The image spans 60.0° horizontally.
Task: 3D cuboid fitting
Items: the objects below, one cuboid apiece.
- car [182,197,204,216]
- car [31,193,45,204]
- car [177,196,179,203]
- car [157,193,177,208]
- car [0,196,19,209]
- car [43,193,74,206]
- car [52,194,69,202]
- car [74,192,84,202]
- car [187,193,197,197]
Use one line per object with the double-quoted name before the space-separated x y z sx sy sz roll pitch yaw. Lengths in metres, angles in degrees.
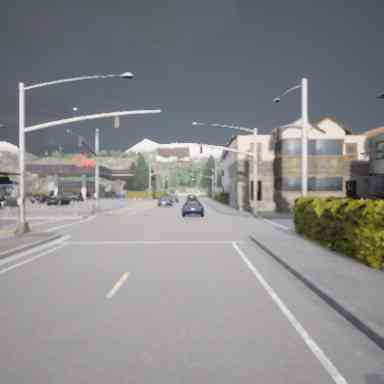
"car" 0.085 1.432 30.922 1.994 1.385 4.181 0 1 0
"car" -25.909 1.025 57.350 1.932 1.855 4.605 0 0 0
"car" -3.556 1.068 61.240 2.097 1.767 4.553 0 0 0
"car" -3.597 1.281 45.131 2.128 1.511 4.902 0 0 0
"car" -22.579 1.239 40.301 1.970 1.475 3.806 0 0 0
"car" -18.938 1.271 47.361 2.007 1.523 4.514 0 0 0
"car" -25.973 1.249 65.830 1.970 1.475 3.806 0 0 0
"car" -22.647 0.968 65.228 1.905 1.878 3.866 0 0 0
"car" -0.021 1.054 64.163 2.097 1.767 4.553 0 0 0
